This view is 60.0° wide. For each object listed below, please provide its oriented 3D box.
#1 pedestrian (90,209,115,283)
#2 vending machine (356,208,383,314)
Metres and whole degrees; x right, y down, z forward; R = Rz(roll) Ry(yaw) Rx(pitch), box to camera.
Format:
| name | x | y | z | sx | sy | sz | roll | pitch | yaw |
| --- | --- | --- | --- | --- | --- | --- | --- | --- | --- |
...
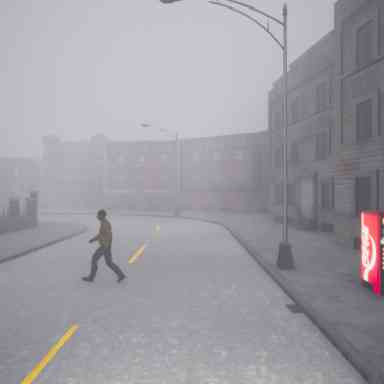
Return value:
| name | x | y | z | sx | sy | sz | roll | pitch | yaw |
| --- | --- | --- | --- | --- | --- | --- | --- | --- | --- |
| pedestrian | -2.173 | 1.294 | 8.090 | 0.375 | 1.860 | 0.375 | 0 | 0 | 0 |
| vending machine | 4.299 | 1.415 | 7.146 | 1.100 | 2.100 | 0.880 | 0 | 0 | 0 |
